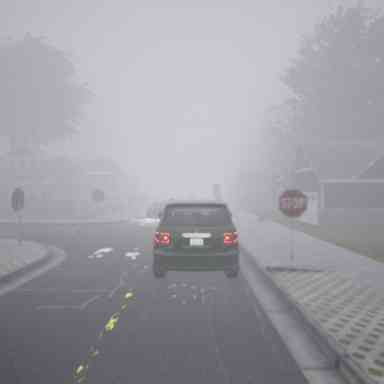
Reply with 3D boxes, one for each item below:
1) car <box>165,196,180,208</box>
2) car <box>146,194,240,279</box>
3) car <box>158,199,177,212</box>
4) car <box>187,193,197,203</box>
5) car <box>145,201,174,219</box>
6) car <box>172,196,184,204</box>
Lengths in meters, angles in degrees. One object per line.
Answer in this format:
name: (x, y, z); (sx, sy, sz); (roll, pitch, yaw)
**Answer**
car: (-2.824, 1.466, 49.898); (1.882, 1.535, 5.008); (0, 0, 0)
car: (0.105, 1.214, 10.122); (2.150, 2.045, 5.566); (0, 0, 0)
car: (-2.827, 1.587, 39.797); (1.895, 1.301, 4.718); (0, 0, 0)
car: (0.036, 1.250, 71.787); (2.150, 2.045, 5.566); (0, 0, 0)
car: (-2.841, 1.552, 29.841); (1.994, 1.385, 4.181); (0, 0, 3)
car: (-2.719, 1.507, 65.613); (2.128, 1.511, 4.902); (0, 0, 0)
